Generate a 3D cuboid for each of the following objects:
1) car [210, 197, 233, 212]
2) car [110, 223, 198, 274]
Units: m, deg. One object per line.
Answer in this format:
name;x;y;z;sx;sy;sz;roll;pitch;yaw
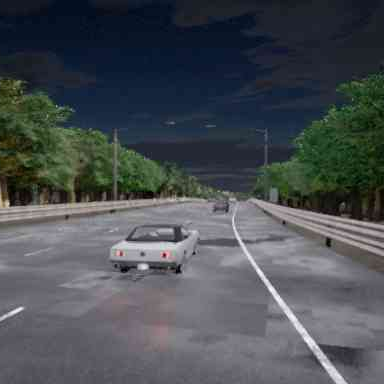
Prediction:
car;3.982;1.810;44.589;2.128;1.511;4.902;0;0;8
car;-0.943;1.675;10.888;1.895;1.301;4.718;0;0;8
